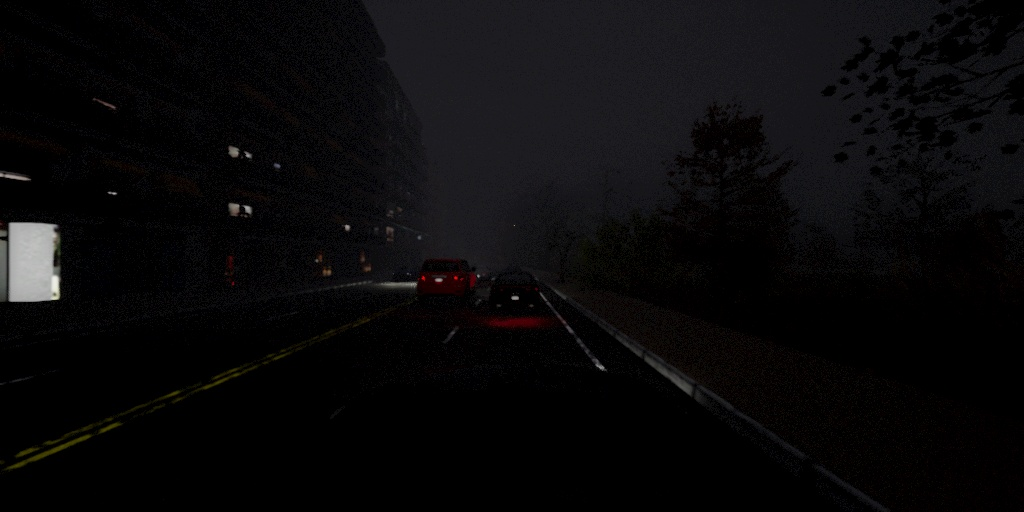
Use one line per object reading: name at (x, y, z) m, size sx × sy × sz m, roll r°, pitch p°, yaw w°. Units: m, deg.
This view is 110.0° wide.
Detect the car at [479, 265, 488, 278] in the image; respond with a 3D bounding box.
car at (-3.098, 1.657, 35.311) m, size 1.812 × 1.442 × 4.674 m, roll 0°, pitch -1°, yaw 0°

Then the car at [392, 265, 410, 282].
car at (-9.793, 1.592, 33.862) m, size 1.882 × 1.535 × 5.008 m, roll 0°, pitch -1°, yaw 0°

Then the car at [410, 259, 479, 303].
car at (-3.115, 1.154, 17.990) m, size 2.150 × 2.045 × 5.566 m, roll 0°, pitch -1°, yaw 0°

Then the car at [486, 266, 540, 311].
car at (0.126, 1.380, 15.292) m, size 1.882 × 1.535 × 5.008 m, roll 0°, pitch -1°, yaw 0°
